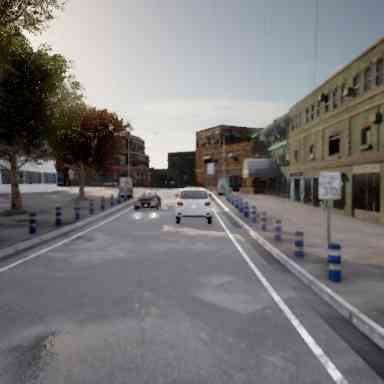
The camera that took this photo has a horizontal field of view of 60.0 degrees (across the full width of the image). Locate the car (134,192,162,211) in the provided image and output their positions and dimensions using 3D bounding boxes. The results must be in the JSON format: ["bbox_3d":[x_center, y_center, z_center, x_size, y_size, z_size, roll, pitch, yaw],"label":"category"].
[{"bbox_3d":[-3.594,0.738,27.795,1.994,1.385,4.181,0,3,0],"label":"car"}]

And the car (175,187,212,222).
[{"bbox_3d":[0.103,0.725,21.347,2.150,2.045,5.566,0,3,0],"label":"car"}]

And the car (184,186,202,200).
[{"bbox_3d":[0.105,0.054,40.093,2.033,1.411,5.357,0,3,0],"label":"car"}]

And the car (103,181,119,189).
[{"bbox_3d":[-16.019,-1.399,68.022,4.902,1.511,2.128,2,2,27],"label":"car"}]
